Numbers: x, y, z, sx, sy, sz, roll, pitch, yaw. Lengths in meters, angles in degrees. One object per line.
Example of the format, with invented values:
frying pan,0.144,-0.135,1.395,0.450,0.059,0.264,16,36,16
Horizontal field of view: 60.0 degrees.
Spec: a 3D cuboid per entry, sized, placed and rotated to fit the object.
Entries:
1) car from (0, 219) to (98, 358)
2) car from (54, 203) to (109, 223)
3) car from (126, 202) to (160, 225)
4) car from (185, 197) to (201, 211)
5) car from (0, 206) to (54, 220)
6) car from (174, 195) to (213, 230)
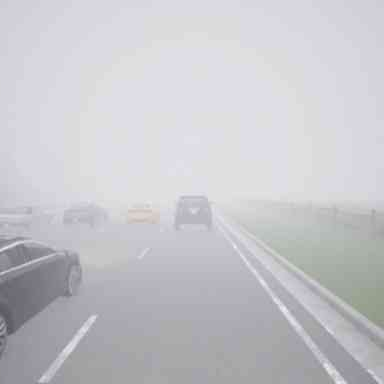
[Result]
car,-3.402,1.480,5.600,2.128,1.511,4.902,0,0,0
car,-6.912,1.444,22.076,2.128,1.511,4.902,0,0,0
car,-3.413,1.426,23.849,1.882,1.535,5.008,0,0,0
car,0.081,1.418,39.735,1.837,1.490,4.892,0,0,0
car,-10.412,1.557,20.966,1.895,1.301,4.718,0,0,0
car,0.090,1.176,20.641,2.150,2.045,5.566,0,0,0
